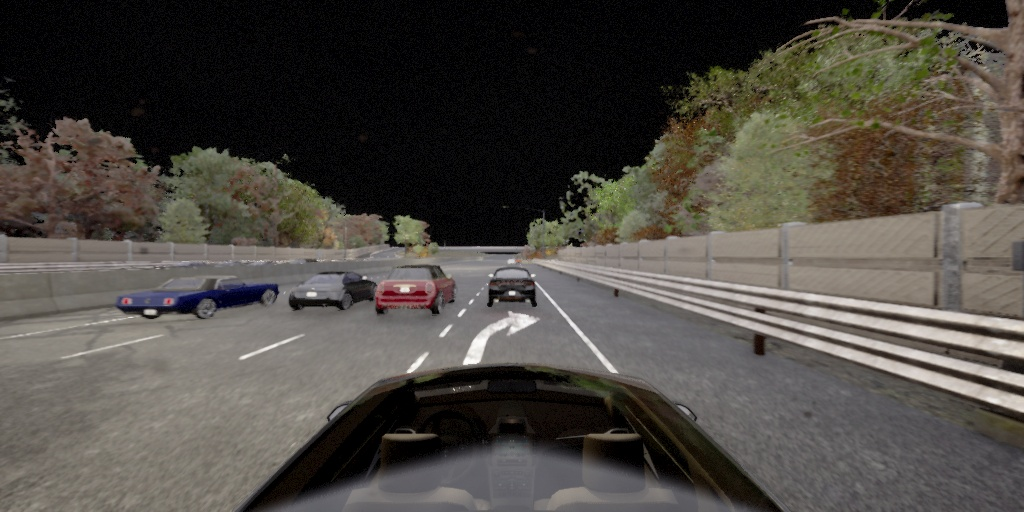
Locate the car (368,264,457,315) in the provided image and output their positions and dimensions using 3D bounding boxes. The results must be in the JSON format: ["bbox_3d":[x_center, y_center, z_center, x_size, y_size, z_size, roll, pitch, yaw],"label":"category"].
[{"bbox_3d":[-3.397,1.078,13.505,2.097,1.767,4.553,0,0,0],"label":"car"}]

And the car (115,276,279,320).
[{"bbox_3d":[-10.394,1.327,12.529,1.895,1.301,4.718,0,0,0],"label":"car"}]

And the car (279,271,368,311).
[{"bbox_3d":[-6.893,1.288,14.350,1.994,1.385,4.181,0,0,0],"label":"car"}]

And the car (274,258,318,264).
[{"bbox_3d":[-21.062,1.050,35.678,2.097,1.767,4.553,0,0,0],"label":"car"}]

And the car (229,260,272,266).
[{"bbox_3d":[-24.559,1.246,35.437,2.033,1.411,5.357,0,0,0],"label":"car"}]

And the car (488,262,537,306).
[{"bbox_3d":[0.003,1.201,15.546,1.882,1.535,5.008,0,0,0],"label":"car"}]

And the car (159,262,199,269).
[{"bbox_3d":[-31.554,1.245,35.096,2.033,1.411,5.357,0,0,0],"label":"car"}]

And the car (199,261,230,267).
[{"bbox_3d":[-28.056,1.190,36.053,2.128,1.511,4.902,0,0,0],"label":"car"}]
